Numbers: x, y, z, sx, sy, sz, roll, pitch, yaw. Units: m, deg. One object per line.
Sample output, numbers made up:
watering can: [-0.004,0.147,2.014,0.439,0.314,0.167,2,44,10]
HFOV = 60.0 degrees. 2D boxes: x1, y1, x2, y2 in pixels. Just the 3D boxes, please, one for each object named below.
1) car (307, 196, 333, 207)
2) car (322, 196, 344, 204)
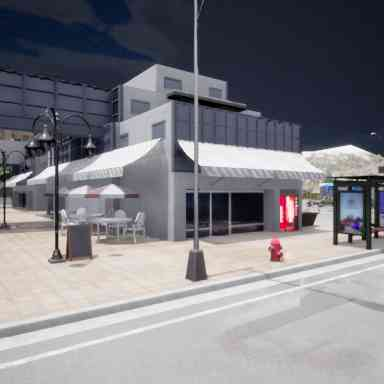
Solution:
car: [19.116,1.345,48.773,5.027,1.636,2.152,0,0,-36]
car: [28.398,1.489,66.886,4.514,1.523,2.007,0,0,-36]
